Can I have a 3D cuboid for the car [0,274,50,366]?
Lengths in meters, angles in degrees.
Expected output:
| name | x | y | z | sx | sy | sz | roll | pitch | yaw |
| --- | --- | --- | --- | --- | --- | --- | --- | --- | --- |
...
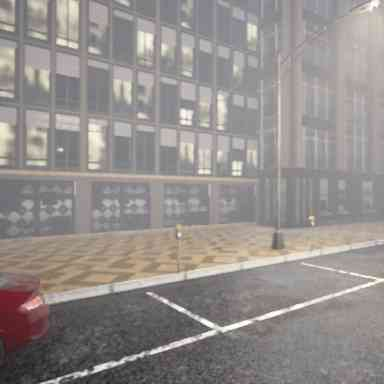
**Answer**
| name | x | y | z | sx | sy | sz | roll | pitch | yaw |
| --- | --- | --- | --- | --- | --- | --- | --- | --- | --- |
| car | -3.896 | 1.578 | 3.782 | 4.206 | 1.307 | 1.802 | 0 | 0 | -35 |
